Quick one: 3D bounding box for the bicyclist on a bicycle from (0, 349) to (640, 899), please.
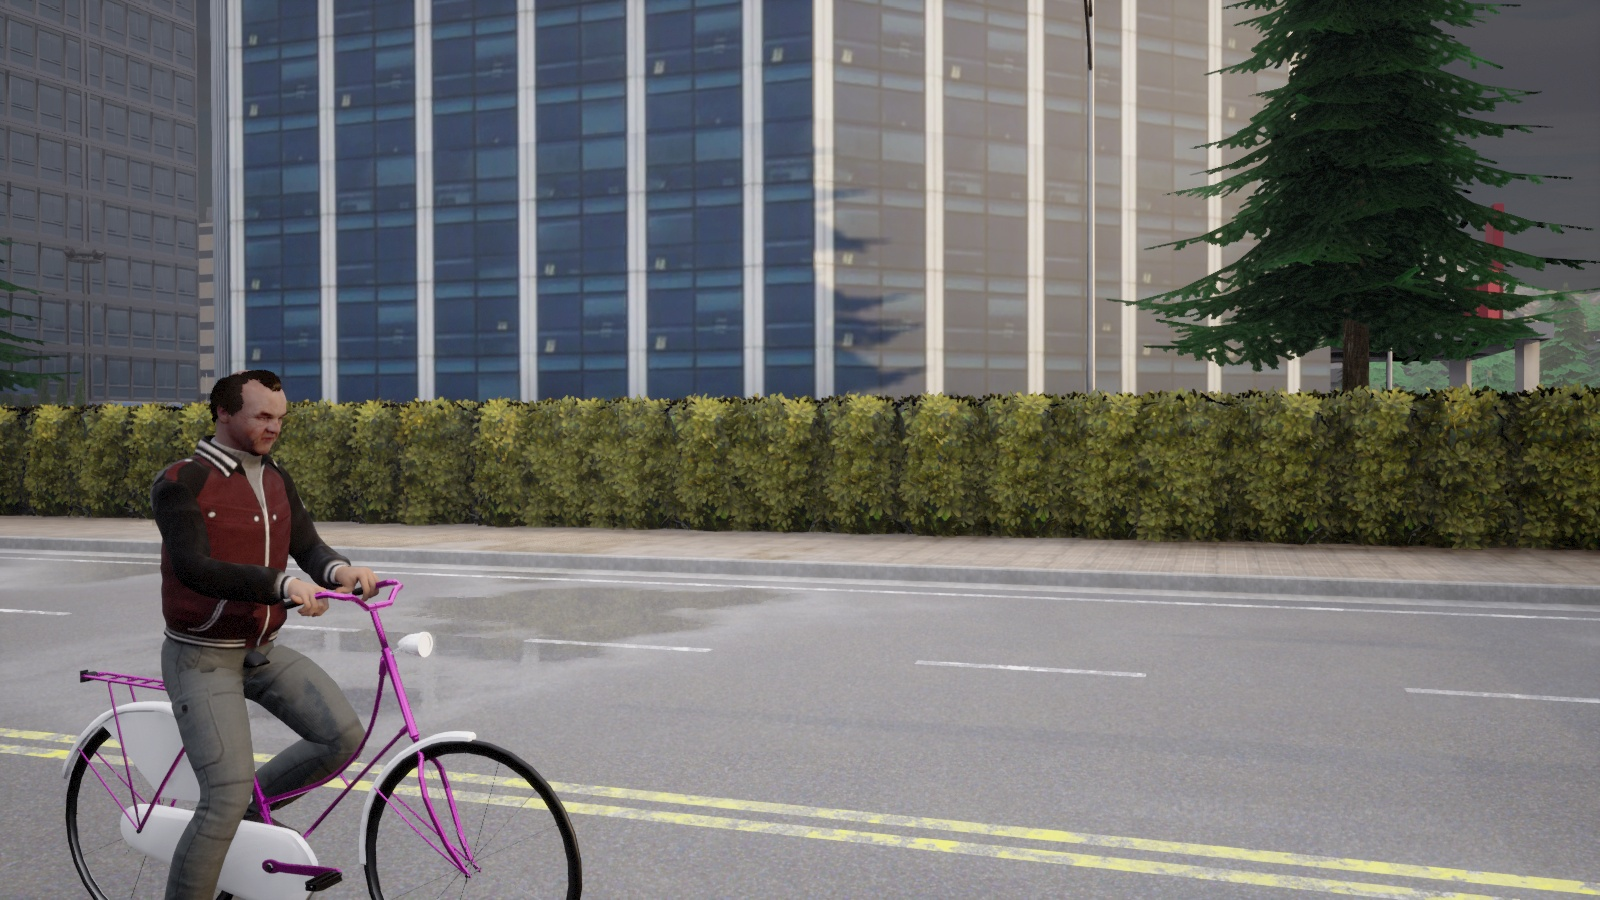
[{"bbox_3d":[-1.451,0.633,3.680,1.843,1.776,0.659,0,1,19],"label":"bicyclist on a bicycle"}]
